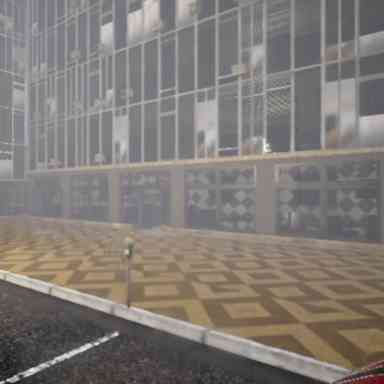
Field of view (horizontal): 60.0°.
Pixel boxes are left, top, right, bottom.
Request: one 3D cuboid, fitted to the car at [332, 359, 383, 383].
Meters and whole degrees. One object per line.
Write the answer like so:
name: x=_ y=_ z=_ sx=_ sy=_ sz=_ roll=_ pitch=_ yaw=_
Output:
car: x=2.401 y=1.442 z=1.163 sx=4.097 sy=1.590 sz=1.967 roll=0 pitch=0 yaw=36
